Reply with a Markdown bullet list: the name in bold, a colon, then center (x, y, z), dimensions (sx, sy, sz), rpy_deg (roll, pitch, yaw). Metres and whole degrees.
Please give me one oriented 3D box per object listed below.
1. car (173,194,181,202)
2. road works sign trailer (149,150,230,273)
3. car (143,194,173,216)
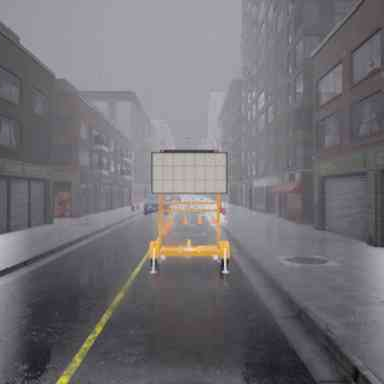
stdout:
- **car**: center (-3.564, 1.200, 72.794), dimensions (2.150, 2.045, 5.566), rpy_deg (0, 0, 0)
- **road works sign trailer**: center (-0.081, 0.463, 10.627), dimensions (2.380, 3.560, 2.880), rpy_deg (0, 0, 0)
- **car**: center (-3.350, 1.213, 32.385), dimensions (2.150, 2.045, 5.566), rpy_deg (0, 0, 0)
